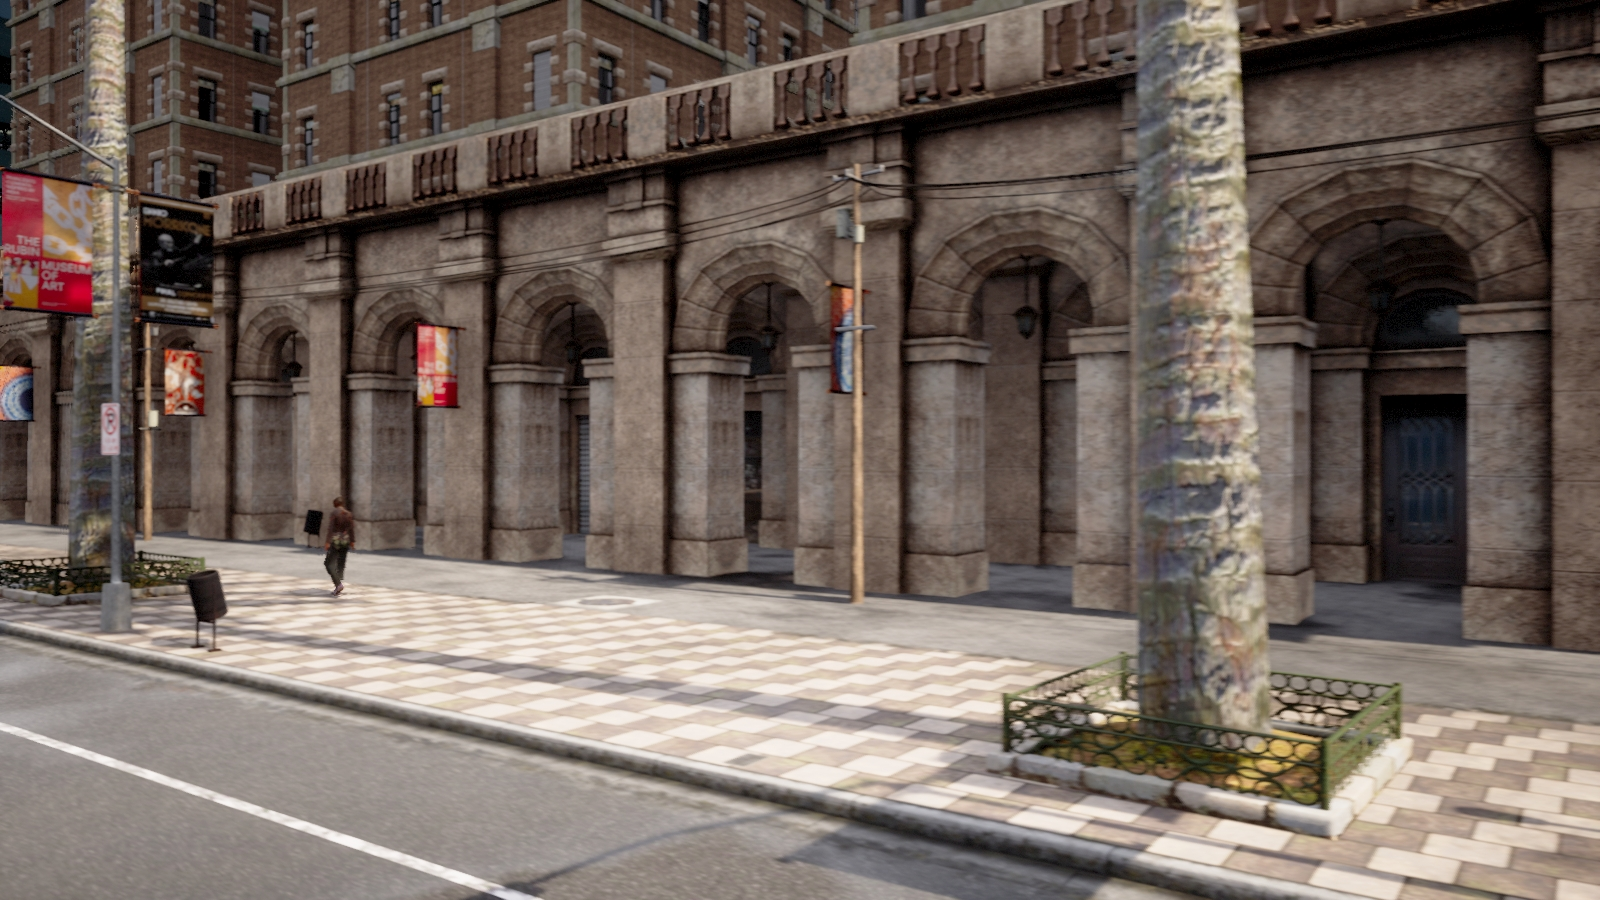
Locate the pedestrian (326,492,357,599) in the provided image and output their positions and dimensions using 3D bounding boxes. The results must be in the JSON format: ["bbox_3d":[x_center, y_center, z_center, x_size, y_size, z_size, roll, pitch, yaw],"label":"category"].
[{"bbox_3d":[-8.207,1.696,20.449,0.375,1.860,0.375,0,0,36],"label":"pedestrian"}]
